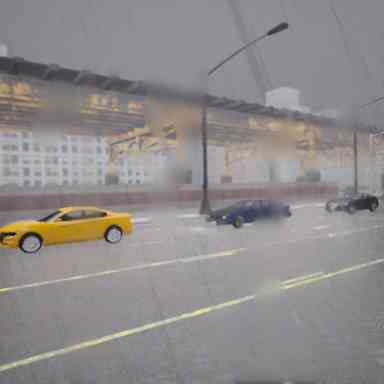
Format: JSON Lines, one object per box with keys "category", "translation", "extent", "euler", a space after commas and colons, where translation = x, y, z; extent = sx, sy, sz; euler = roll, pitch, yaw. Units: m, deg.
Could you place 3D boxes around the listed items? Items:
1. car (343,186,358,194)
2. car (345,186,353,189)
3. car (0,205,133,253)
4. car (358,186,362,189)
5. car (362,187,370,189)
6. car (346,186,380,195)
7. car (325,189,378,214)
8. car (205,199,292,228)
{"category": "car", "translation": [26.748, -0.304, 56.203], "extent": [1.853, 1.218, 4.536], "euler": [-1, 1, 19]}
{"category": "car", "translation": [22.880, -0.171, 53.560], "extent": [4.536, 1.218, 1.853], "euler": [-1, 1, 9]}
{"category": "car", "translation": [-4.855, 1.346, 13.364], "extent": [5.008, 1.535, 1.882], "euler": [-2, 1, -34]}
{"category": "car", "translation": [26.735, -0.145, 56.157], "extent": [2.038, 1.542, 4.974], "euler": [-1, 1, 19]}
{"category": "car", "translation": [30.669, -0.455, 59.822], "extent": [4.536, 1.218, 1.853], "euler": [-1, 1, -6]}
{"category": "car", "translation": [30.724, -0.299, 59.830], "extent": [4.974, 1.542, 2.038], "euler": [-1, 1, -6]}
{"category": "car", "translation": [11.949, 0.784, 24.800], "extent": [4.902, 1.511, 2.128], "euler": [-2, 1, -34]}
{"category": "car", "translation": [3.361, 1.134, 18.957], "extent": [5.357, 1.411, 2.033], "euler": [-2, 1, -34]}
